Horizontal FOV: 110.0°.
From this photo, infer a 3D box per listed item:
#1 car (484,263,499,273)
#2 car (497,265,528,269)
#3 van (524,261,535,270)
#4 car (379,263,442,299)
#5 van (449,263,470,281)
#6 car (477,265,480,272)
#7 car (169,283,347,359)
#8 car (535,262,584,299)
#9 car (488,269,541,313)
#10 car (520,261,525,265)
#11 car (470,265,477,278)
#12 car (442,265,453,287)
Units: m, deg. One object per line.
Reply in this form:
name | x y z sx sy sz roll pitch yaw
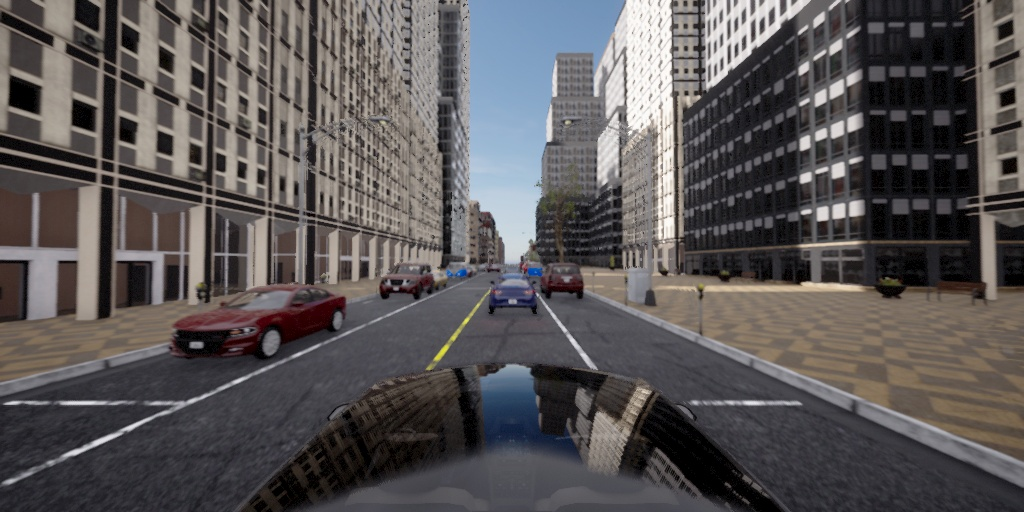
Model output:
car | -3.050 2.044 59.876 1.882 1.535 5.008 0 -1 0
car | 0.049 1.698 29.440 1.994 1.385 4.181 0 -1 0
van | 2.698 1.662 42.809 1.690 1.789 3.998 0 0 0
car | -5.690 1.317 20.082 2.192 1.841 5.009 0 0 0
van | -5.691 1.582 37.146 1.690 1.789 3.998 0 0 0
car | -5.691 1.928 48.353 1.751 1.417 4.829 0 0 0
car | -5.690 1.391 8.704 1.888 1.381 4.507 0 0 0
car | 2.695 1.317 20.055 2.192 1.841 5.009 0 0 0
car | 0.051 1.455 14.827 1.812 1.442 4.674 0 -1 0
car | 2.700 1.799 54.186 2.192 1.841 5.009 0 0 0
car | -5.691 1.761 42.834 1.967 1.591 4.097 0 0 0
car | -5.691 1.607 25.600 1.751 1.417 4.829 0 0 0
